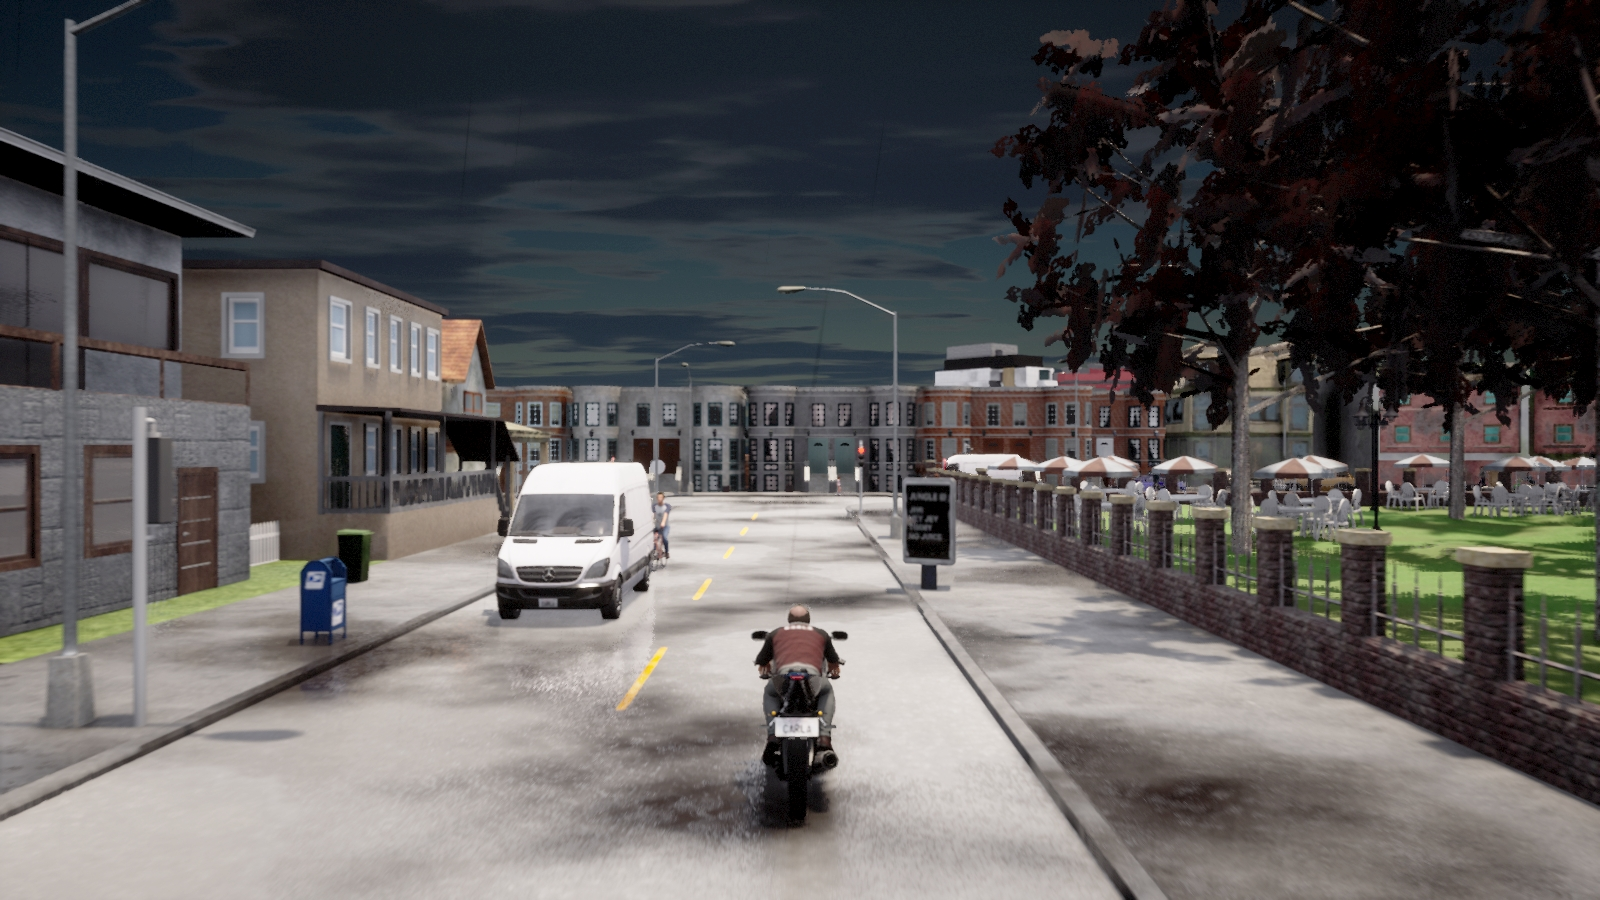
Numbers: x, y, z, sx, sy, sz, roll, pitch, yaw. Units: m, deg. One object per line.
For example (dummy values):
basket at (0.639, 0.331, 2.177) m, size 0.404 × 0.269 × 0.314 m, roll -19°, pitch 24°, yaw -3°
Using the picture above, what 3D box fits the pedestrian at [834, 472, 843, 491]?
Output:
pedestrian at (2.303, 1.901, 68.605) m, size 0.500 × 1.100 × 0.500 m, roll 0°, pitch 0°, yaw 5°

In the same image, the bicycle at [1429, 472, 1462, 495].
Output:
bicycle at (37.157, 1.934, 65.787) m, size 1.643 × 1.296 × 0.373 m, roll 0°, pitch 0°, yaw 2°

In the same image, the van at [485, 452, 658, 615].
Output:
van at (-3.968, 1.313, 20.931) m, size 1.988 × 2.561 × 5.915 m, roll 0°, pitch 0°, yaw 0°

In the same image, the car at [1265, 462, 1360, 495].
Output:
car at (29.439, 1.641, 65.699) m, size 4.605 × 1.855 × 1.932 m, roll 0°, pitch 0°, yaw 2°

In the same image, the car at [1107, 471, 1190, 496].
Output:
car at (20.059, 1.895, 65.908) m, size 4.181 × 1.385 × 1.994 m, roll 0°, pitch 0°, yaw 0°

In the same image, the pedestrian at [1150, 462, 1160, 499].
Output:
pedestrian at (17.778, 1.513, 57.165) m, size 0.375 × 1.860 × 0.375 m, roll 0°, pitch 0°, yaw 1°

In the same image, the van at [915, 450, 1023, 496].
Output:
van at (9.723, 1.312, 65.944) m, size 5.915 × 2.561 × 1.988 m, roll 0°, pitch 0°, yaw 0°
